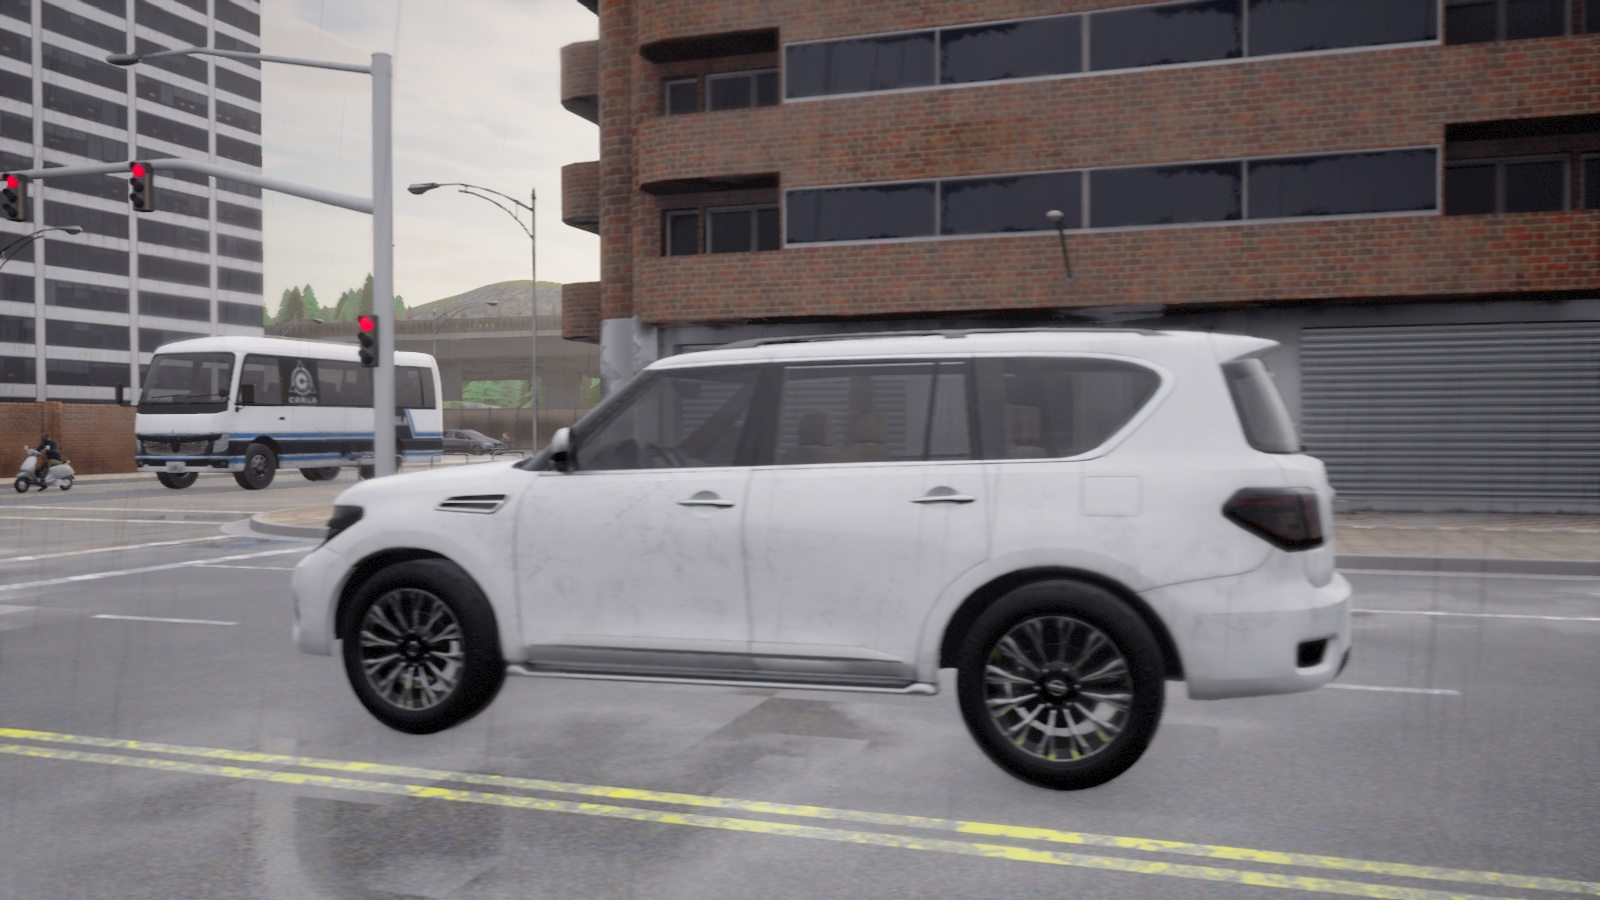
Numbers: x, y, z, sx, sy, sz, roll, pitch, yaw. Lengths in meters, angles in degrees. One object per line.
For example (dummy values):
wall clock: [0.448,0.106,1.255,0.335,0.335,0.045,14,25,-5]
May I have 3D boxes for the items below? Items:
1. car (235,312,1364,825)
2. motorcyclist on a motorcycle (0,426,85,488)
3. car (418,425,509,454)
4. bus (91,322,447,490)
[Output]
car: [-0.062,0.435,6.903,5.566,2.045,2.150,1,1,19]
motorcyclist on a motorcycle: [-20.164,0.169,33.440,0.866,1.590,1.817,1,1,18]
car: [-19.528,-0.626,72.961,4.611,1.667,2.242,1,1,18]
bus: [-15.174,-1.205,37.346,3.944,4.253,10.273,1,1,18]
